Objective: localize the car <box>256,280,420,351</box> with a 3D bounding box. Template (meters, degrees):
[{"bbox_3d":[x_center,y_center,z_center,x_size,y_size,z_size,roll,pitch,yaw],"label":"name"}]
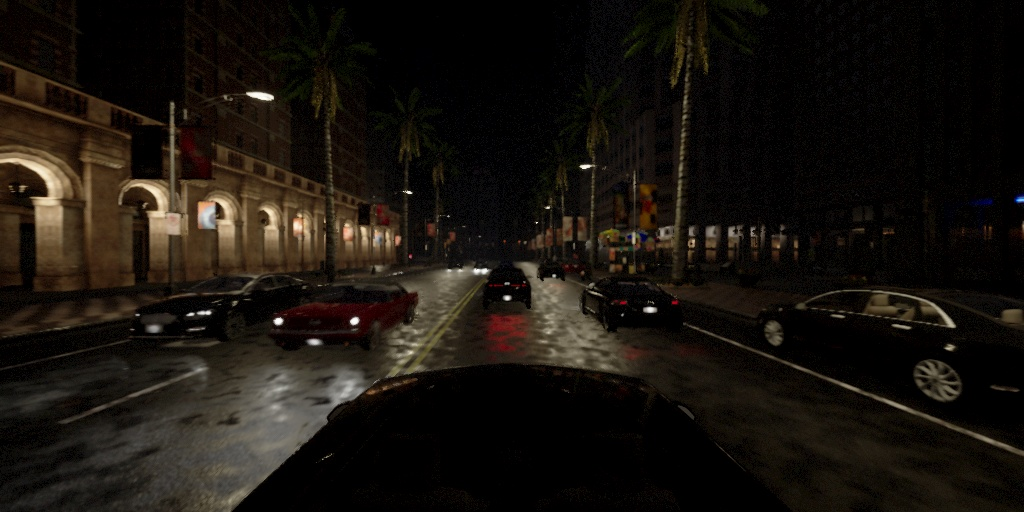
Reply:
[{"bbox_3d":[-3.792,1.325,9.026,1.895,1.301,4.718,0,0,-1],"label":"car"}]

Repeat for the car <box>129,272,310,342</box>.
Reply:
[{"bbox_3d":[-7.306,1.209,9.726,2.128,1.511,4.902,0,0,-1],"label":"car"}]

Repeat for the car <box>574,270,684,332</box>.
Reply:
[{"bbox_3d":[3.373,1.293,10.854,1.994,1.385,4.181,0,0,-1],"label":"car"}]

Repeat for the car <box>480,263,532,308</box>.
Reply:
[{"bbox_3d":[-0.209,1.218,15.044,1.837,1.490,4.892,0,0,-1],"label":"car"}]

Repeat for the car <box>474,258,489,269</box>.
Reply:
[{"bbox_3d":[-4.441,1.095,52.299,2.128,1.511,4.902,0,0,0],"label":"car"}]

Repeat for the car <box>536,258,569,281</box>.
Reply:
[{"bbox_3d":[3.029,1.185,28.590,1.837,1.490,4.892,0,0,-1],"label":"car"}]

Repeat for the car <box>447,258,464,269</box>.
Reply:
[{"bbox_3d":[-7.944,1.107,50.975,1.837,1.490,4.892,0,0,0],"label":"car"}]

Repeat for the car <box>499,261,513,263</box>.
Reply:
[{"bbox_3d":[-0.569,1.184,34.062,1.812,1.442,4.674,0,0,-1],"label":"car"}]
